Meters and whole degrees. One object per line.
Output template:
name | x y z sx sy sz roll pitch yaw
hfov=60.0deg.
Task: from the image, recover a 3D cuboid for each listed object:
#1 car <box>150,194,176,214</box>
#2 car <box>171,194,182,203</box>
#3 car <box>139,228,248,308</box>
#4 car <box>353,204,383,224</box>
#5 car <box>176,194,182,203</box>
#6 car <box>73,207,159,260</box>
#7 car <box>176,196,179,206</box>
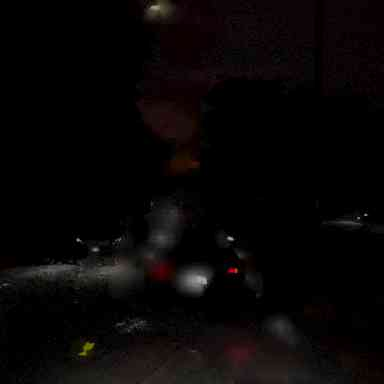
car | -3.145 1.333 34.748 2.097 1.767 4.553 1 0 0
car | -3.146 1.220 68.216 2.097 1.767 4.553 0 0 0
car | 0.098 1.571 7.999 1.994 1.385 4.181 0 0 0
car | 14.011 1.364 22.618 5.357 1.411 2.033 -1 1 1
car | -3.194 1.425 54.995 2.128 1.511 4.902 0 0 0
car | -2.787 1.534 12.760 1.812 1.442 4.674 0 0 7
car | -3.180 1.570 44.677 1.895 1.301 4.718 0 0 0
